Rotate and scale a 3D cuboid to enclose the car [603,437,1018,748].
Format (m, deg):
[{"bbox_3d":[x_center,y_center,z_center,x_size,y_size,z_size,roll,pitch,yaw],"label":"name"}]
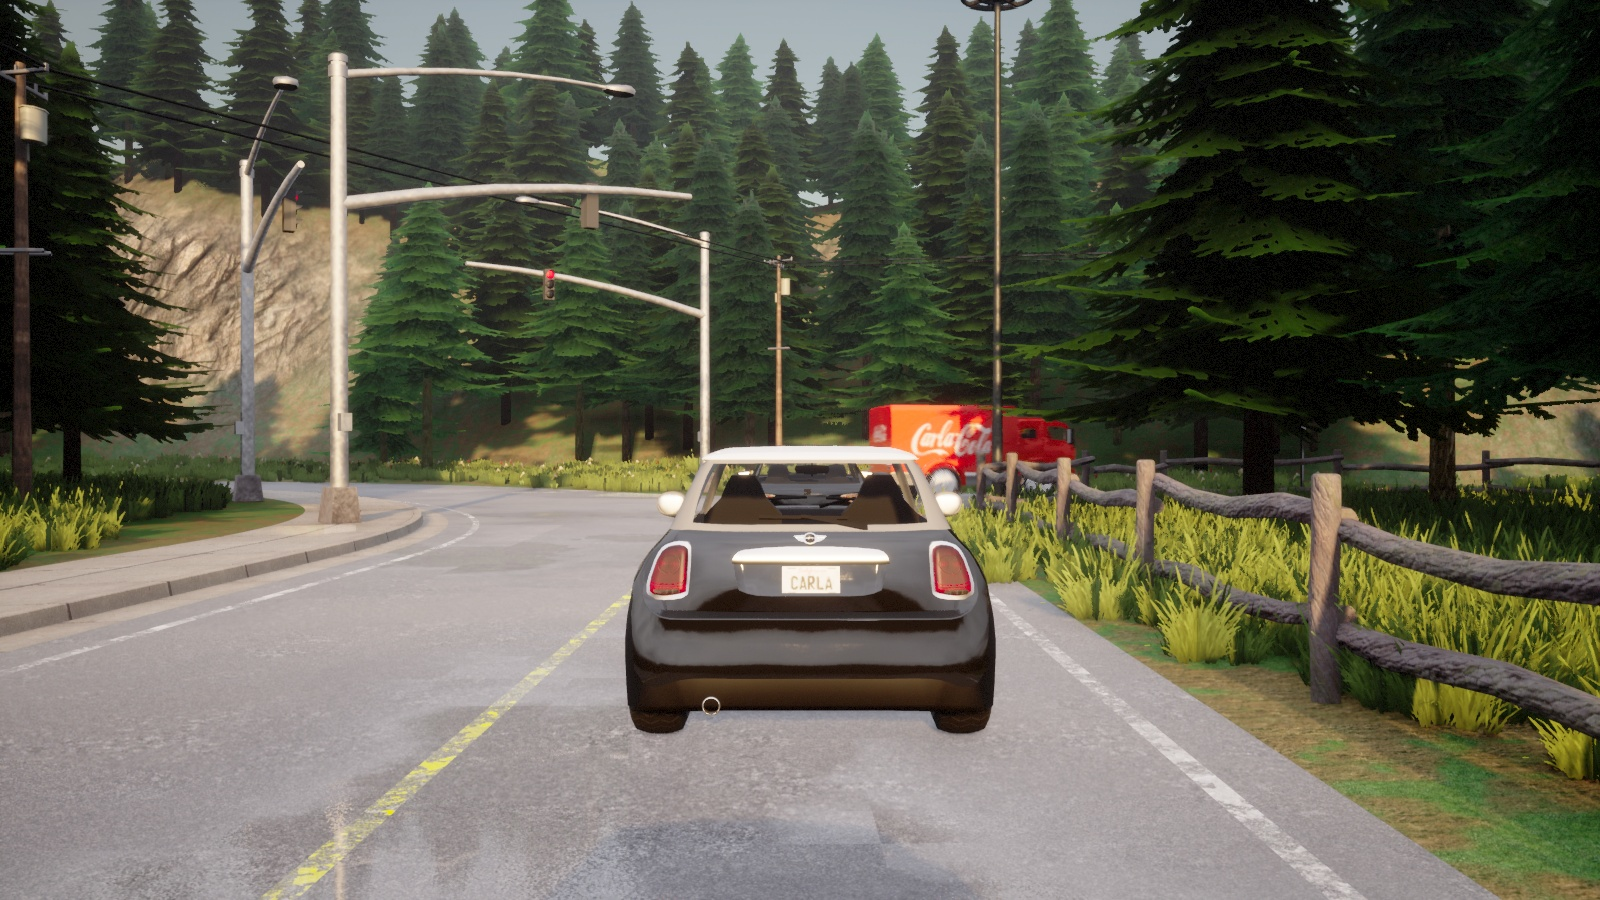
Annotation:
[{"bbox_3d":[0.058,0.668,7.864,1.970,1.475,3.806,0,0,0],"label":"car"}]

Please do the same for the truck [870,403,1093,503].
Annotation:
[{"bbox_3d":[4.661,0.099,32.782,5.204,2.467,2.627,0,-1,-10],"label":"truck"}]
